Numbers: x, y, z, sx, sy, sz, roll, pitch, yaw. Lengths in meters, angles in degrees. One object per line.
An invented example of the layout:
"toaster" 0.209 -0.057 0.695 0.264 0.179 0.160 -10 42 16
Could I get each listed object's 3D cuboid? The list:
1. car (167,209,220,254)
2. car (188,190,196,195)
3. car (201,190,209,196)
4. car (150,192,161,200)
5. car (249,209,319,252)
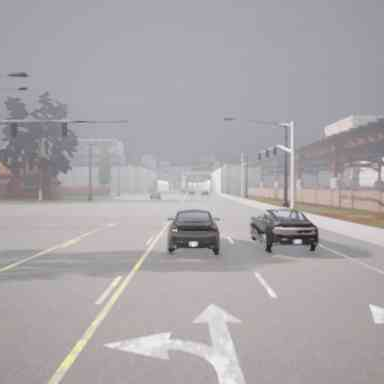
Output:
"car" 0.065 1.453 13.331 1.837 1.490 4.892 0 0 0
"car" -0.009 0.246 88.531 1.812 1.442 4.674 0 1 0
"car" 3.491 0.199 88.531 1.882 1.535 5.008 0 1 0
"car" -7.027 0.734 64.532 2.128 1.511 4.902 0 1 1
"car" 3.567 1.443 13.595 2.128 1.511 4.902 0 0 0
